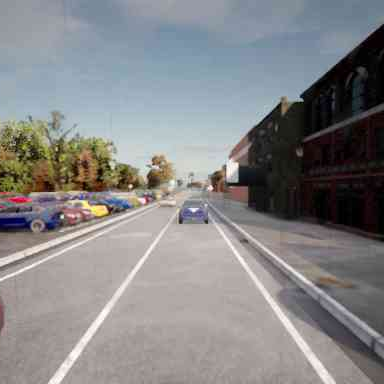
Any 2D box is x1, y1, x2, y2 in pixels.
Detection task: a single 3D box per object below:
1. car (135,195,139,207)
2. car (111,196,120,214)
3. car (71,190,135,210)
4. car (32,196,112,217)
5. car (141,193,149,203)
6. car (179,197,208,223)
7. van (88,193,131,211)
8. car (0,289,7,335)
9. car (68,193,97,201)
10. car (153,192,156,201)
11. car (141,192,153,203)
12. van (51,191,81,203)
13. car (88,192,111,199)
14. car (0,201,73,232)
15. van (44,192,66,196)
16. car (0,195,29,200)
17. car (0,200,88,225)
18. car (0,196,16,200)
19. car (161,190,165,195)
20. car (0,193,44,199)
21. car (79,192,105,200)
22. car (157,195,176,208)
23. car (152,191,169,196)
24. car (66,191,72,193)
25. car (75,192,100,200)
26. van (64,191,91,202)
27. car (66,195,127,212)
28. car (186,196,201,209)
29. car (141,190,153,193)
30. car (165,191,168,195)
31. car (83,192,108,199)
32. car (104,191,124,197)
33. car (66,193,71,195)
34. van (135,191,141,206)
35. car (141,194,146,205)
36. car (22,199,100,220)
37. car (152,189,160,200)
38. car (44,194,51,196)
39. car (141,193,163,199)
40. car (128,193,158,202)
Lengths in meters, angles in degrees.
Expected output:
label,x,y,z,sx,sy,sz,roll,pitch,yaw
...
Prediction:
label,x,y,z,sx,sy,sz,roll,pitch,yaw
car,-9.255,1.405,40.795,4.674,1.452,2.002,0,0,0
car,-9.319,1.370,29.493,5.008,1.535,2.097,0,0,0
car,-9.260,1.116,35.144,5.566,2.045,2.435,0,0,0
car,-9.528,1.368,26.668,5.366,1.575,1.946,0,0,0
car,-9.196,1.328,49.294,4.674,1.452,2.002,0,1,0
car,0.116,1.304,25.116,2.097,1.767,4.553,0,0,0
van,-9.387,1.140,37.970,4.442,1.987,1.878,0,0,0
car,-3.349,1.526,2.604,1.812,1.442,4.674,0,0,0
car,-21.665,0.984,66.134,5.008,1.535,2.097,0,1,0
car,-9.147,1.175,57.770,4.674,1.452,2.002,0,1,0
car,-9.175,1.237,52.118,5.008,1.535,2.097,0,1,0
van,-21.832,0.909,57.785,4.442,1.987,1.878,0,1,0
car,-21.617,0.808,77.551,4.792,1.488,2.163,0,1,0
car,-9.426,1.404,18.189,4.792,1.488,2.163,0,0,0
van,-21.653,1.062,49.314,4.442,1.987,1.878,0,1,0
car,-21.818,1.395,37.879,4.792,1.488,2.163,0,0,0
car,-9.381,1.413,21.016,4.674,1.452,2.002,0,0,0
car,-21.837,1.396,35.056,4.792,1.488,2.163,0,0,0
car,-8.887,0.928,69.068,5.366,1.575,1.946,0,1,0
car,-21.801,1.113,40.703,5.566,2.045,2.435,0,0,0
car,-21.619,0.882,71.780,5.008,1.535,2.097,0,1,0
car,-3.239,1.428,45.380,1.895,1.301,4.718,0,1,1
car,-8.909,0.505,94.498,4.674,1.452,2.002,0,1,0
car,-21.703,1.063,54.839,4.553,1.767,2.185,0,1,0
car,-21.673,0.808,68.955,4.553,1.767,2.185,0,1,0
van,-21.793,0.807,63.434,4.442,1.987,1.878,0,1,0
car,-9.312,1.368,32.318,5.008,1.535,2.097,0,0,0
car,0.183,1.355,42.935,1.837,1.490,4.892,0,1,0
car,-9.194,1.060,54.942,4.553,1.767,2.185,0,1,0
car,-8.986,0.716,83.196,4.674,1.452,2.002,0,1,0
car,-21.611,0.831,74.603,5.008,1.535,2.097,0,1,0
car,-21.509,0.521,91.666,4.892,1.521,2.231,0,1,0
car,-21.784,1.266,52.145,4.792,1.488,2.163,0,1,0
van,-9.352,1.134,43.501,4.442,1.987,1.878,0,0,0
car,-9.219,1.374,46.460,4.674,1.452,2.002,0,1,0
car,-9.363,1.412,23.841,4.674,1.452,2.002,0,0,0
car,-9.155,0.833,60.589,5.566,2.045,2.435,0,1,0
car,-21.805,1.359,43.538,5.008,1.535,2.097,0,0,0
car,-9.034,0.869,74.721,4.674,1.452,2.002,0,1,0
car,-9.294,1.030,63.420,5.366,1.575,1.946,0,1,0
